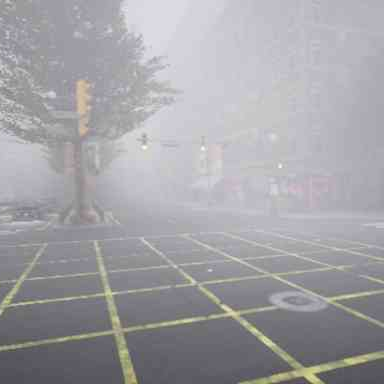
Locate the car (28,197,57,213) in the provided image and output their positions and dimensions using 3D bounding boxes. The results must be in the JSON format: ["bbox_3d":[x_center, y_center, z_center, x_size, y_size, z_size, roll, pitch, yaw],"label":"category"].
[{"bbox_3d":[-15.851,1.467,35.362,1.812,1.442,4.674,-1,1,-18],"label":"car"}]

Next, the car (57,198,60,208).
[{"bbox_3d":[-19.053,1.408,45.182,1.837,1.490,4.892,-1,1,-18],"label":"car"}]

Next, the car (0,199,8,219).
[{"bbox_3d":[-16.782,1.543,26.808,2.128,1.511,4.902,-1,1,-18],"label":"car"}]

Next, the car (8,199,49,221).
[{"bbox_3d":[-13.247,1.538,27.252,1.994,1.385,4.181,-1,1,-17],"label":"car"}]

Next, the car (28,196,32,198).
[{"bbox_3d":[-22.931,1.328,45.768,2.097,1.767,4.553,-1,1,-18],"label":"car"}]

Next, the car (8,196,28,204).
[{"bbox_3d":[-19.809,1.505,36.257,2.128,1.511,4.902,-1,1,-18],"label":"car"}]
